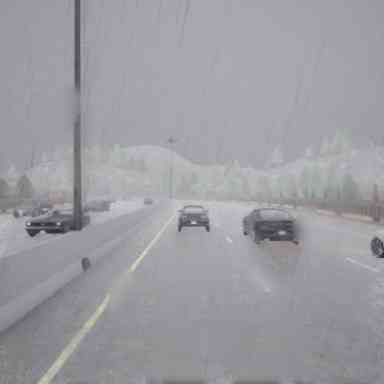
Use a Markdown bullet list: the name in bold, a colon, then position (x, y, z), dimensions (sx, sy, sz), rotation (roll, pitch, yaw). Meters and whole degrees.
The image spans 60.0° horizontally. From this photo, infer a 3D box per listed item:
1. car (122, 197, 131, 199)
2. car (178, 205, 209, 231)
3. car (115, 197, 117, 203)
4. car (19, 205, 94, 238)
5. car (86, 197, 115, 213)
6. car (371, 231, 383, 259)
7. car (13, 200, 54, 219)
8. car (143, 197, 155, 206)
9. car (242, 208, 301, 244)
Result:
- **car**: position (-15.279, 1.492, 77.473), dimensions (2.128, 1.511, 4.902), rotation (0, 0, -18)
- **car**: position (0.107, 1.536, 20.805), dimensions (1.812, 1.442, 4.674), rotation (0, 0, 0)
- **car**: position (-16.955, 1.703, 70.955), dimensions (2.033, 1.411, 5.357), rotation (0, 0, -12)
- **car**: position (-7.094, 1.609, 18.046), dimensions (1.895, 1.301, 4.718), rotation (0, 0, 0)
- **car**: position (-10.579, 1.590, 37.234), dimensions (2.033, 1.411, 5.357), rotation (0, 0, 0)
- **car**: position (7.103, 1.526, 9.598), dimensions (1.812, 1.442, 4.674), rotation (0, 0, 0)
- **car**: position (-14.086, 1.518, 29.816), dimensions (2.128, 1.511, 4.902), rotation (0, 0, 0)
- **car**: position (-7.623, 1.668, 59.415), dimensions (2.033, 1.411, 5.357), rotation (0, 0, -5)
- **car**: position (3.605, 1.483, 15.787), dimensions (1.882, 1.535, 5.008), rotation (0, 0, 0)
